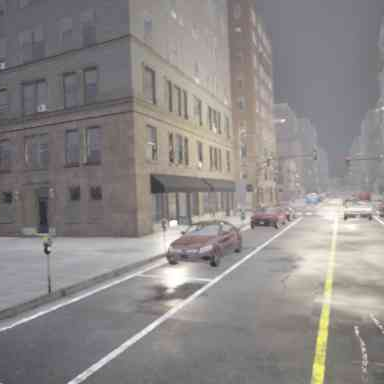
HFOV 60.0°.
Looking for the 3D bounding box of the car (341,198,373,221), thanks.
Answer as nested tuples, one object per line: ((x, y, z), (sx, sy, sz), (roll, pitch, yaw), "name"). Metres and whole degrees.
((12.384, 1.385, 25.039), (1.895, 1.301, 4.718), (-3, -1, 24), "car")

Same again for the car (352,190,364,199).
((38.637, 0.620, 77.663), (2.192, 1.841, 5.009), (-3, -1, 24), "car")

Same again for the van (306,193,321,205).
((20.273, 1.152, 56.244), (1.690, 1.788, 3.998), (-3, -1, 24), "van")

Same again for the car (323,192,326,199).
((26.871, 1.253, 71.061), (1.887, 1.381, 4.507), (-3, -1, 24), "car")

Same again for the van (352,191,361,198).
((40.829, 0.612, 82.605), (1.690, 1.788, 3.998), (-3, -1, 24), "van")

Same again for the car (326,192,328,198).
((33.391, 1.131, 85.726), (1.752, 1.417, 4.829), (-3, -1, 24), "car")

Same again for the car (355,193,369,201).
((32.074, 0.958, 62.833), (2.008, 1.369, 4.403), (-3, -1, 24), "car")

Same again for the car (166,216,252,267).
((0.607, 1.694, 11.916), (1.802, 1.307, 4.206), (-3, -1, 24), "car")

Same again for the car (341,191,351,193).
((34.112, 0.947, 74.066), (1.895, 1.301, 4.718), (-3, -1, 24), "car")

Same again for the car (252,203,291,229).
((5.082, 1.590, 21.989), (1.887, 1.381, 4.507), (-3, -1, 24), "car")

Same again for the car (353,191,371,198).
((29.874, 0.756, 57.893), (2.192, 1.841, 5.009), (-3, -1, 24), "car")

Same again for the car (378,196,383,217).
((14.637, 0.994, 23.770), (2.192, 1.841, 5.009), (-3, -1, 24), "car")

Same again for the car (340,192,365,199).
((18.323, 1.178, 38.445), (2.128, 1.511, 4.902), (-3, -1, 25), "car")

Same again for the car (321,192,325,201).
((24.675, 1.309, 66.121), (1.947, 1.339, 4.313), (-3, -1, 24), "car")

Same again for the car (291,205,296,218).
((7.320, 1.577, 27.025), (1.947, 1.339, 4.313), (-3, -1, 24), "car")
